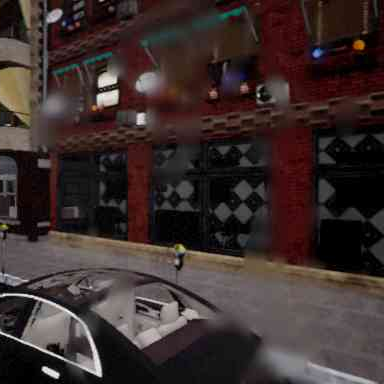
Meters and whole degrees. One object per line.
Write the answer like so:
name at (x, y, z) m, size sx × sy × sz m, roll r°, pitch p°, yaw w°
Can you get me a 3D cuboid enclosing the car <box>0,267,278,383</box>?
car at (-1.308, 1.549, 3.644) m, size 4.403 × 1.369 × 2.008 m, roll 0°, pitch 1°, yaw 36°
